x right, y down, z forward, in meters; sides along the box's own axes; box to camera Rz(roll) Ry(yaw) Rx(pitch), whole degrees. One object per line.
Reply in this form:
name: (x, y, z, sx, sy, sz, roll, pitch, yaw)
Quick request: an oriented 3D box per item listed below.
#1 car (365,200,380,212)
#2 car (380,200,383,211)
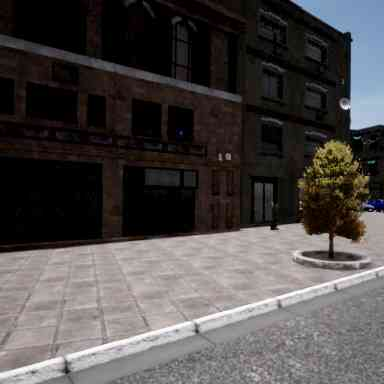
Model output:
car: (18.688, 1.600, 38.118, 1.947, 1.339, 4.313, 1, -1, -17)
car: (21.475, 1.598, 37.486, 1.812, 1.442, 4.674, 1, -1, -18)
